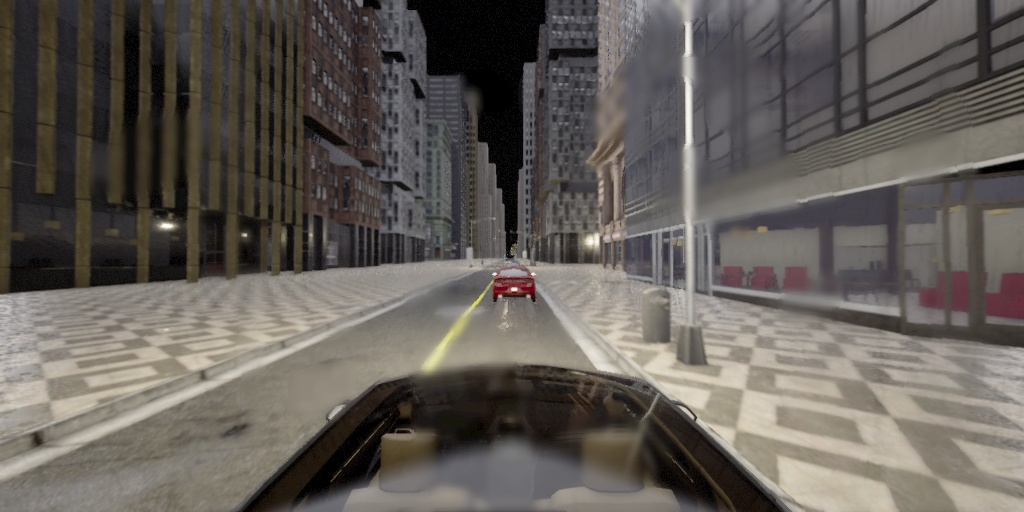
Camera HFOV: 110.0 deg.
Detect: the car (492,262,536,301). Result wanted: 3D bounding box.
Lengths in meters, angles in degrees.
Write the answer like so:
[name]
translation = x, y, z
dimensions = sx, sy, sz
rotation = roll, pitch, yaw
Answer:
[car]
translation = 0.098, 1.225, 17.244
dimensions = 1.882, 1.535, 5.008
rotation = 0, 0, 0
